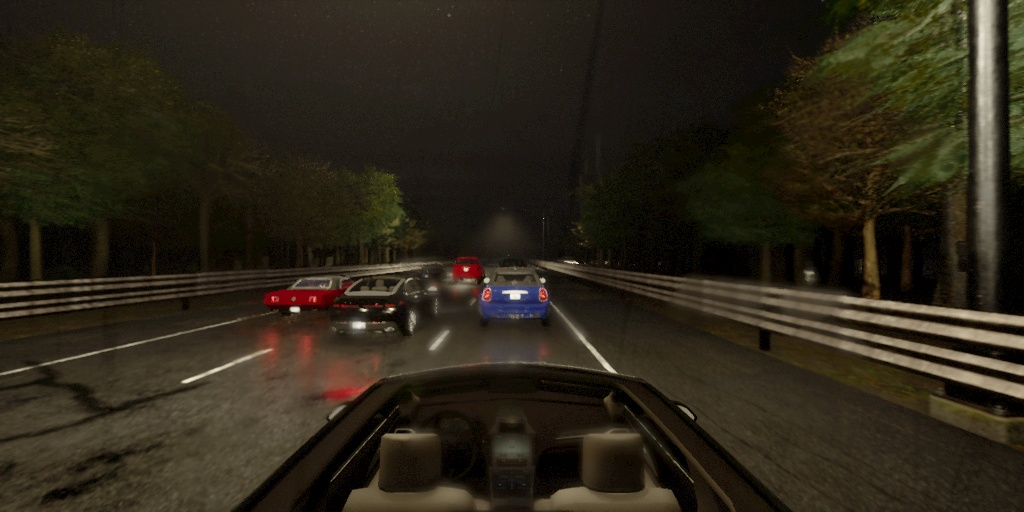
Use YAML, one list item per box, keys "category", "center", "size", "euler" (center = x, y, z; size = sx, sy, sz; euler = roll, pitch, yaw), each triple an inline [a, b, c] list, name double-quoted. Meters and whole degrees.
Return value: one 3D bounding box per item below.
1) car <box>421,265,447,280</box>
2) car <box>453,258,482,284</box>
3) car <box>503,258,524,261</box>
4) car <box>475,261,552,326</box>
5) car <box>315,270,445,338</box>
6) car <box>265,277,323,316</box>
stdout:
- category: "car"
  center: [-6.916, 1.462, 31.243]
  size: [1.812, 1.442, 4.674]
  euler: [0, 0, 0]
- category: "car"
  center: [-3.404, 1.146, 29.281]
  size: [2.150, 2.045, 5.566]
  euler: [0, 0, 0]
- category: "car"
  center: [0.095, 1.146, 29.285]
  size: [2.150, 2.045, 5.566]
  euler: [0, 0, 0]
- category: "car"
  center: [0.093, 1.171, 12.147]
  size: [2.097, 1.767, 4.553]
  euler: [0, 0, 0]
- category: "car"
  center: [-3.410, 1.313, 10.436]
  size: [1.837, 1.490, 4.892]
  euler: [0, 0, 0]
- category: "car"
  center: [-6.903, 1.429, 13.646]
  size: [1.895, 1.301, 4.718]
  euler: [0, 0, 0]
